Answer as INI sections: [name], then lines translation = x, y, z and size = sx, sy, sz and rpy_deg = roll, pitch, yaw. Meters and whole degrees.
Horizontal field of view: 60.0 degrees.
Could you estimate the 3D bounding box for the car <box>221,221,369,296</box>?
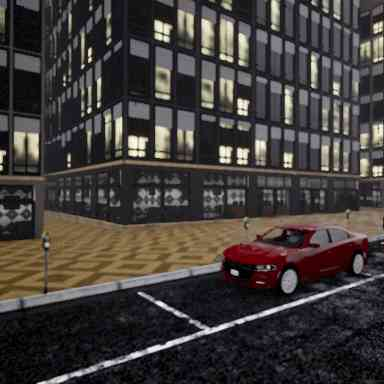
[car]
translation = 2.756, 1.478, 8.510
size = 4.507, 1.381, 1.887
rpy_deg = -1, 1, -35
